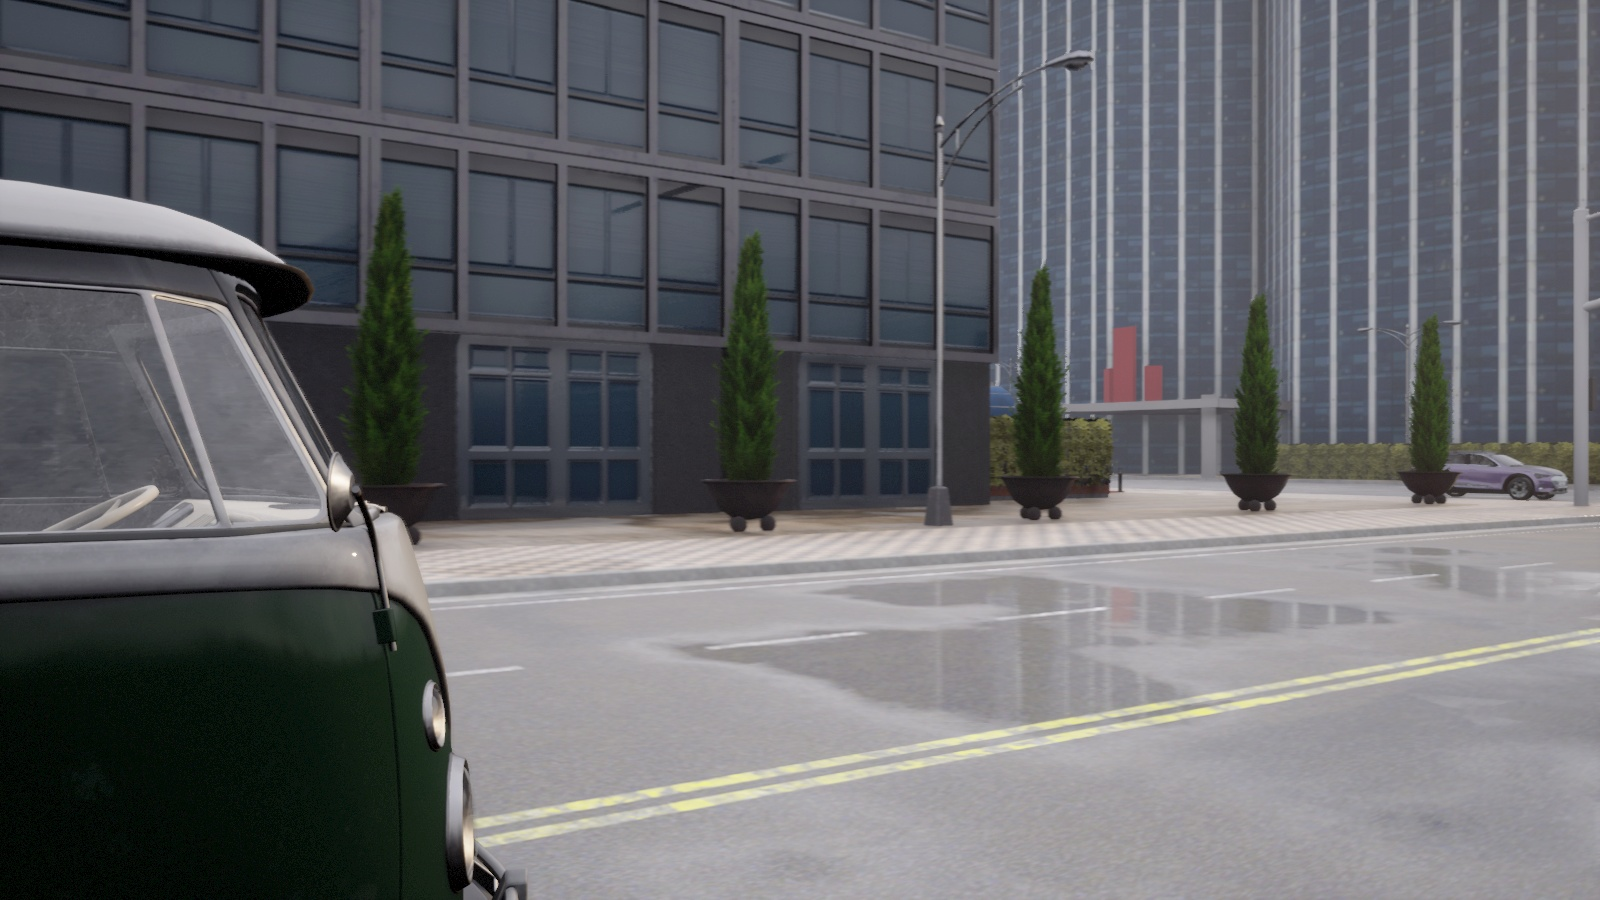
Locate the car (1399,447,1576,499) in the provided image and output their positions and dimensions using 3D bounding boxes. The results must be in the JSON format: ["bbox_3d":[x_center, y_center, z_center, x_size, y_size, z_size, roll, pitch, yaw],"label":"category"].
[{"bbox_3d":[23.216,0.731,42.580,2.033,1.649,4.856,0,0,-35],"label":"car"}]

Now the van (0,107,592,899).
[{"bbox_3d":[-2.714,0.508,1.771,4.442,1.987,1.775,0,0,-35],"label":"van"}]
